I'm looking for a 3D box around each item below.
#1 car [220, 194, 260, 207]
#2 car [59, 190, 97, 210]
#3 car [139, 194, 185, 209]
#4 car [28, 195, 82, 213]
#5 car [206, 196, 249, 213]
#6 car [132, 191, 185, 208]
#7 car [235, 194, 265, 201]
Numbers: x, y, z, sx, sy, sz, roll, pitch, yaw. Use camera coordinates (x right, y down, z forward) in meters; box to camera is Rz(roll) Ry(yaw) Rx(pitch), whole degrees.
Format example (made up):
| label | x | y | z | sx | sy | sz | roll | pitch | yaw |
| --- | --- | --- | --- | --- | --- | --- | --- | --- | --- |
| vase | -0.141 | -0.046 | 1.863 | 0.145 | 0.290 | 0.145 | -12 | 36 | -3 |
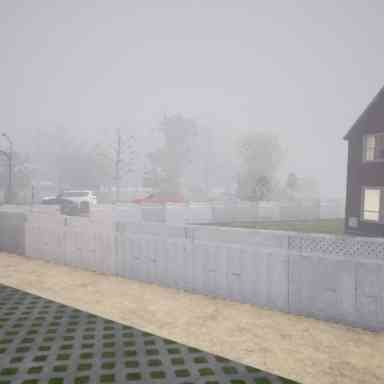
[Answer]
| label | x | y | z | sx | sy | sz | roll | pitch | yaw |
| --- | --- | --- | --- | --- | --- | --- | --- | --- | --- |
| car | 5.964 | 1.036 | 41.622 | 4.674 | 1.442 | 1.812 | 0 | 2 | -18 |
| car | -12.987 | 0.866 | 35.282 | 5.566 | 2.045 | 2.150 | 0 | 2 | -19 |
| car | -3.499 | 1.050 | 38.464 | 5.008 | 1.535 | 1.882 | 0 | 2 | -19 |
| car | -13.283 | 1.289 | 31.777 | 4.674 | 1.442 | 1.812 | 0 | 2 | -17 |
| car | 2.936 | 1.369 | 33.562 | 4.718 | 1.301 | 1.895 | 0 | 2 | -19 |
| car | -3.551 | 0.912 | 35.013 | 5.566 | 2.045 | 2.150 | 0 | 2 | -19 |
| car | 6.309 | 1.171 | 38.317 | 5.357 | 1.411 | 2.033 | 0 | 2 | -18 |
